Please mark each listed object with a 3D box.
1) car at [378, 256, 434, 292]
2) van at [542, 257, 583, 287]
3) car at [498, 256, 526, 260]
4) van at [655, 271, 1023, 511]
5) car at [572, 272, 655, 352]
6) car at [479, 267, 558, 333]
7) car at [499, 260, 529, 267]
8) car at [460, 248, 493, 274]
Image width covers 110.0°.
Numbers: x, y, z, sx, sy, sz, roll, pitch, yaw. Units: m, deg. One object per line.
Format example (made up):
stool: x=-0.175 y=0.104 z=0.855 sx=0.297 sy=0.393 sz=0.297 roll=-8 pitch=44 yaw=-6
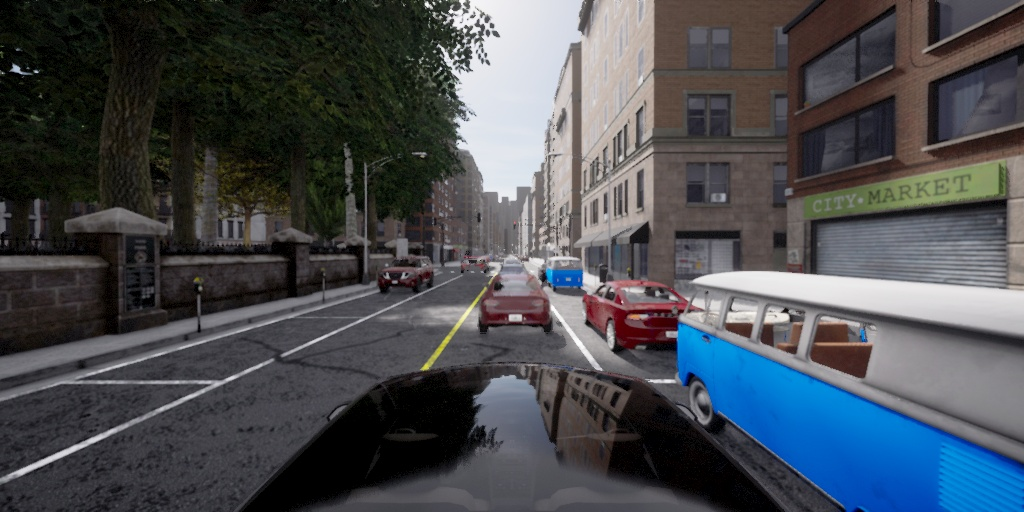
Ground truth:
car: x=-5.683 y=0.920 z=19.890 sx=2.192 sy=1.841 sz=5.009 roll=0 pitch=0 yaw=0
van: x=2.842 y=0.945 z=19.937 sx=1.690 sy=1.789 sz=3.998 roll=0 pitch=0 yaw=0
car: x=-0.019 y=1.024 z=30.132 sx=1.837 sy=1.490 sz=4.892 roll=0 pitch=0 yaw=0
van: x=2.855 y=1.081 z=2.955 sx=1.690 sy=1.789 sz=3.998 roll=0 pitch=0 yaw=0
car: x=2.851 y=1.241 z=8.616 sx=1.888 sy=1.381 sz=4.507 roll=0 pitch=0 yaw=0
car: x=0.087 y=1.208 z=10.396 sx=1.812 sy=1.442 sz=4.674 roll=0 pitch=1 yaw=0
car: x=0.081 y=1.149 z=20.289 sx=2.033 sy=1.411 sz=5.357 roll=0 pitch=0 yaw=1
car: x=-3.023 y=0.357 z=30.348 sx=2.150 sy=2.045 sz=5.566 roll=0 pitch=0 yaw=0
